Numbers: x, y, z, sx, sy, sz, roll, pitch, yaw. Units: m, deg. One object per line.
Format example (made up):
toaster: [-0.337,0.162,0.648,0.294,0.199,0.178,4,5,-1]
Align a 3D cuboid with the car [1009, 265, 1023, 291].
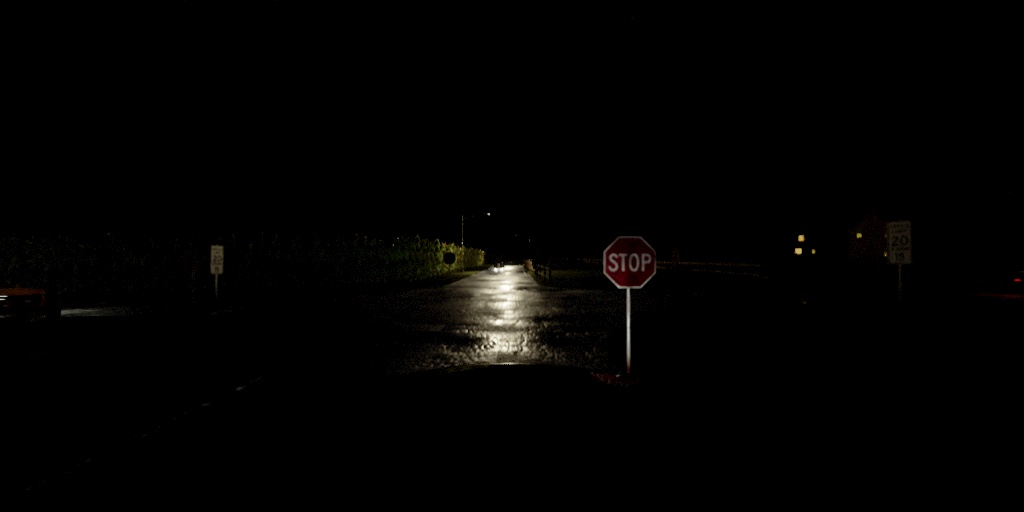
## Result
car: [24.010,0.801,14.941,4.892,1.490,1.837,-1,-1,0]

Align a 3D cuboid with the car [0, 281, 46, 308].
car: [-23.072,1.694,15.285,5.008,1.535,1.882,-1,-1,0]
